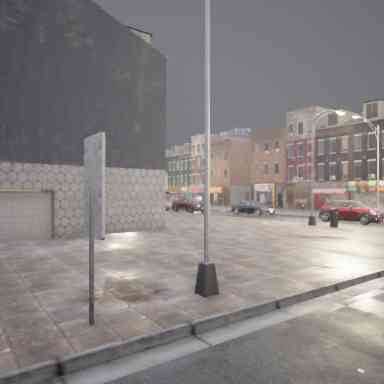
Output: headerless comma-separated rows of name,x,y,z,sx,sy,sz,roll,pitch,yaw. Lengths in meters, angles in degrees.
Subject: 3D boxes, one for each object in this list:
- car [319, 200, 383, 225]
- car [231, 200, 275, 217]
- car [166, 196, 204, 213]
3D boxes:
car,11.833,1.397,24.552,2.097,1.767,4.553,0,0,-36
car,5.932,1.571,32.782,2.128,1.511,4.902,0,0,-35
car,-0.363,1.411,37.244,2.192,1.841,5.009,0,0,-35
